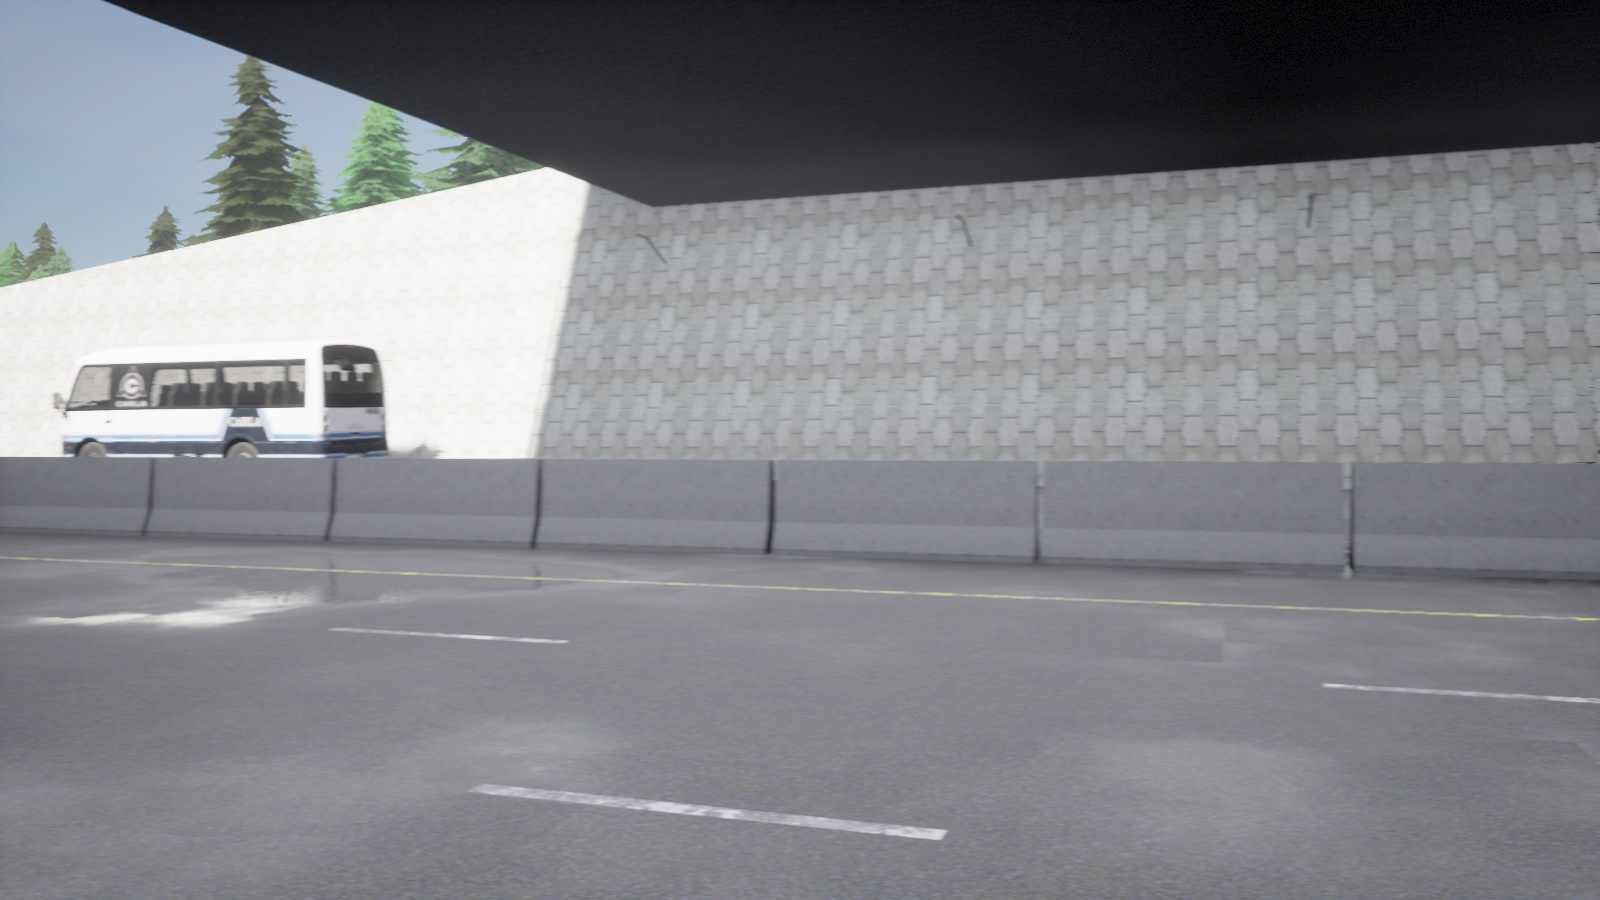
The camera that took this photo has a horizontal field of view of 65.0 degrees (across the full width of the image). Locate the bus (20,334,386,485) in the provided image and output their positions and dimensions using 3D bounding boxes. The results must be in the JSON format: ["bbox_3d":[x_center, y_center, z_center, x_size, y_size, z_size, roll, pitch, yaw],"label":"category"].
[{"bbox_3d":[-18.428,-1.241,38.843,10.273,4.253,3.944,0,2,19],"label":"bus"}]
